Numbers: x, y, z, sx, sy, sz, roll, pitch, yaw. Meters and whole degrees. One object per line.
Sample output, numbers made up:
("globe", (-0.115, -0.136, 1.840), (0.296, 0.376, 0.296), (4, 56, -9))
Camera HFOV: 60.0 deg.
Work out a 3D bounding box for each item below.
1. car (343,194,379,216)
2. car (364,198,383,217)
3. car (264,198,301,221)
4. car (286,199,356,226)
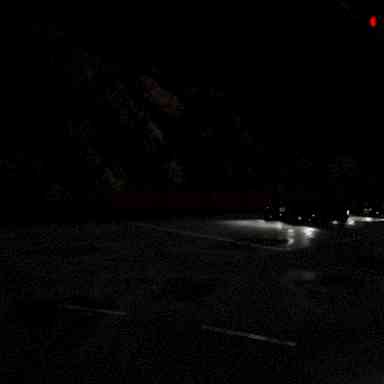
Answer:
("car", (16.462, 1.174, 32.829), (5.566, 2.045, 2.150), (0, 0, -35))
("car", (17.494, 1.479, 29.288), (4.674, 1.442, 1.812), (0, 0, -35))
("car", (7.877, 1.321, 26.788), (4.553, 1.767, 2.097), (0, 0, -35))
("car", (9.112, 1.474, 23.369), (4.892, 1.490, 1.837), (0, 0, -35))
